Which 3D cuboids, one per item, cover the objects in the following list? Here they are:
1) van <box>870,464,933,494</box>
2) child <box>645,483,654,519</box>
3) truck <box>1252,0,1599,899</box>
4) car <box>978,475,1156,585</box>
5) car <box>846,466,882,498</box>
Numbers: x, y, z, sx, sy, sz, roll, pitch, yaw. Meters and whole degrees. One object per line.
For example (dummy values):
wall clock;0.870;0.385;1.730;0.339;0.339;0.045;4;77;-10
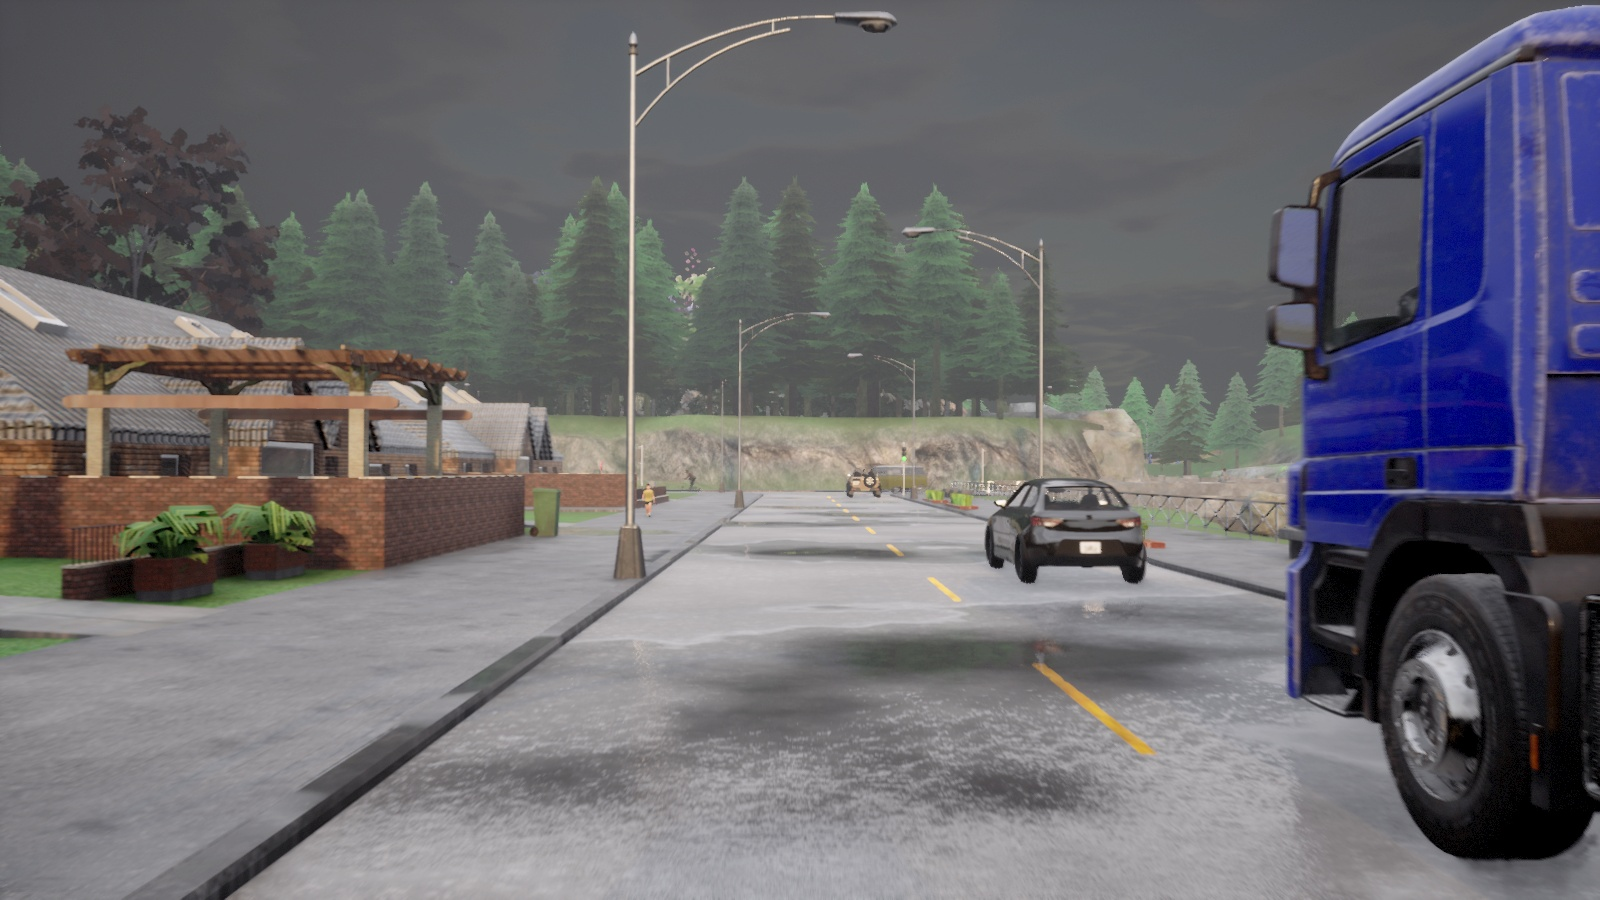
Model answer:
van;7.094;2.001;87.358;4.442;1.987;1.775;1;-2;-43
child;-4.700;1.579;39.135;0.255;1.110;0.394;0;-1;-2
truck;3.989;-0.133;3.024;2.891;3.462;7.936;0;-1;0
car;3.955;1.135;19.295;1.816;1.474;4.193;0;-1;0
car;3.821;1.886;75.804;1.932;1.855;4.605;0;-1;0
